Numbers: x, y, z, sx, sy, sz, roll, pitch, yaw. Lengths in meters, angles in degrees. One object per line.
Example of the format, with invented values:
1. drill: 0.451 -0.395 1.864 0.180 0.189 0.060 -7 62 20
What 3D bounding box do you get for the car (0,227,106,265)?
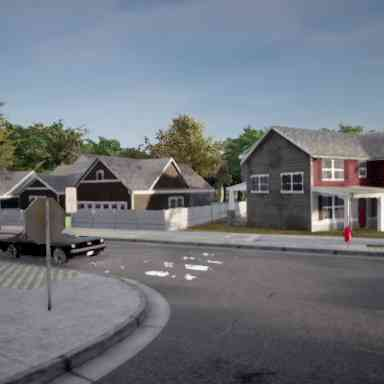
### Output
1. car: -5.908 2.138 14.045 4.718 1.301 1.895 -2 0 30
